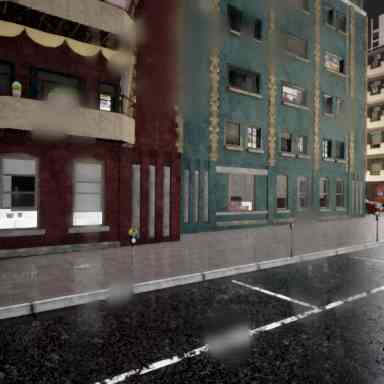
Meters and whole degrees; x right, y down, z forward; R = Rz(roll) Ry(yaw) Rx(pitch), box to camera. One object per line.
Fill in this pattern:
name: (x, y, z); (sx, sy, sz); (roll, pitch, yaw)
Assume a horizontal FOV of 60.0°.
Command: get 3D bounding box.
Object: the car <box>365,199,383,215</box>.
car: (15.666, 1.240, 32.182); (2.192, 1.841, 5.009); (1, 0, -36)
